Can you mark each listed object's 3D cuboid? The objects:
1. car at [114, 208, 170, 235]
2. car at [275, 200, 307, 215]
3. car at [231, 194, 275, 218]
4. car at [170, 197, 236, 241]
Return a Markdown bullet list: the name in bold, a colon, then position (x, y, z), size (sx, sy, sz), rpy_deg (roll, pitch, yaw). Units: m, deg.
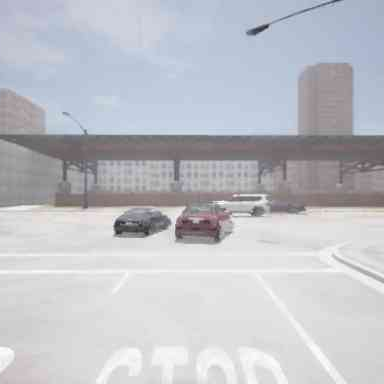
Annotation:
- **car**: position (-2.688, 1.571, 18.859), size (1.994, 1.385, 4.181), rpy_deg (0, 0, 15)
- **car**: position (8.750, 1.561, 33.727), size (5.357, 1.411, 2.033), rpy_deg (0, 0, 1)
- **car**: position (4.290, 1.234, 30.269), size (5.566, 2.045, 2.150), rpy_deg (0, 0, 1)
- **car**: position (0.757, 1.359, 17.043), size (2.097, 1.767, 4.553), rpy_deg (0, 0, 16)
